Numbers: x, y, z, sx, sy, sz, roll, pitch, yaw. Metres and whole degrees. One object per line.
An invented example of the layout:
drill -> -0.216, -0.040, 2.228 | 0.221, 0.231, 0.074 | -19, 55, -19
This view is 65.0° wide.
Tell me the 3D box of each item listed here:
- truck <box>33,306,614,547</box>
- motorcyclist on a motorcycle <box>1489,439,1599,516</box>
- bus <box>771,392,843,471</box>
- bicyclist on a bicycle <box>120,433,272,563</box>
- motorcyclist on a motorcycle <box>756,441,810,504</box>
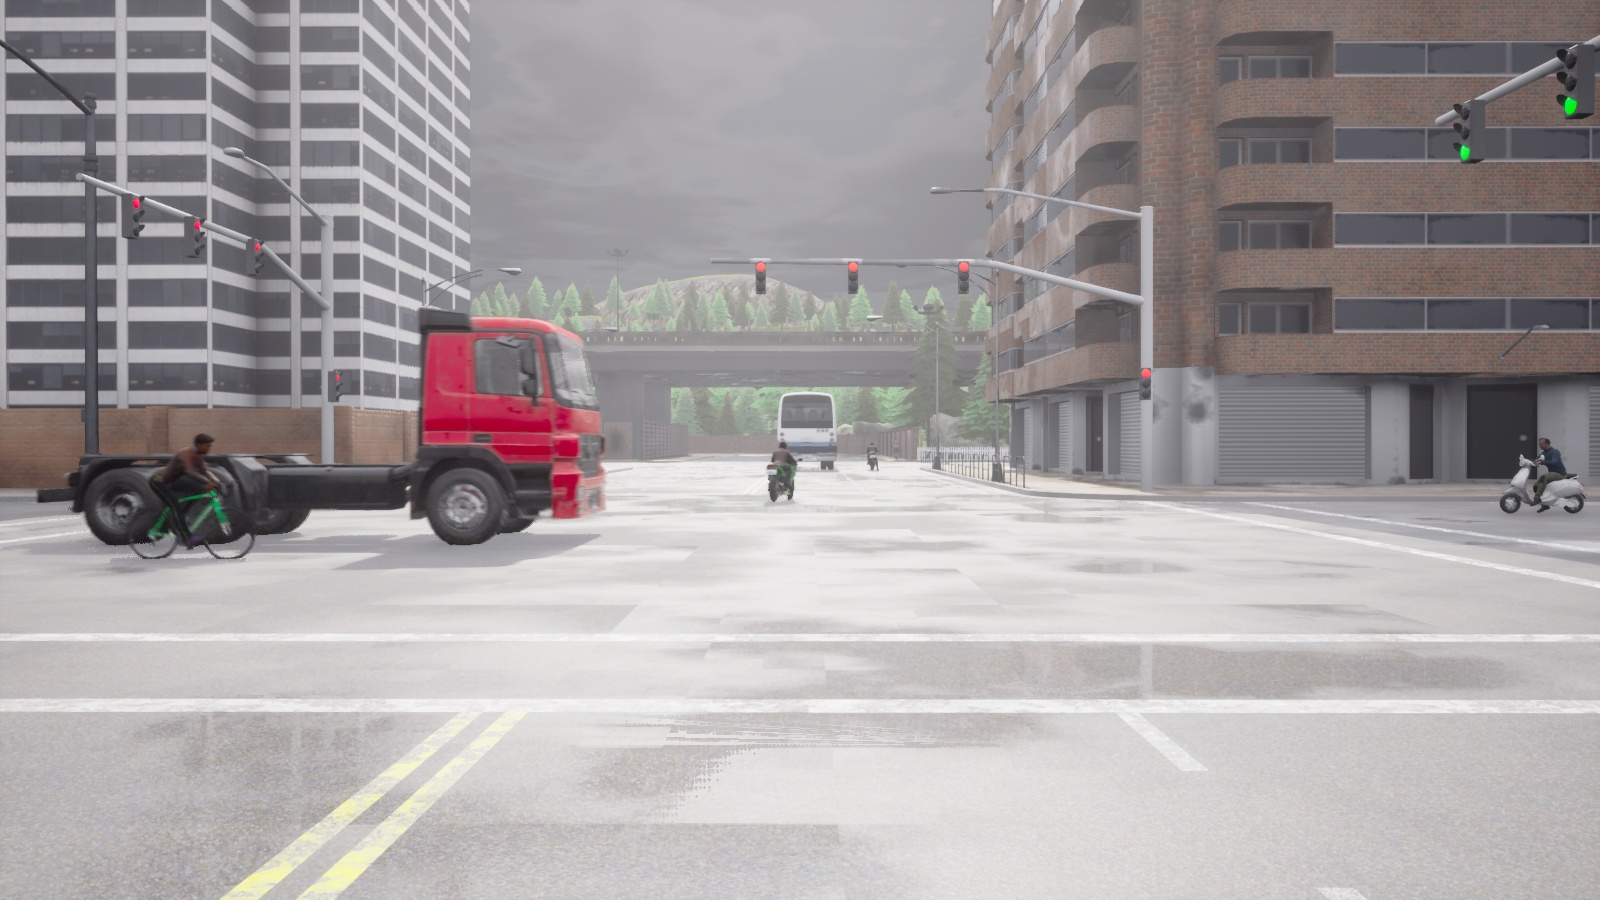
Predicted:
truck -> -7.089, -0.351, 19.542 | 7.936, 3.462, 2.891 | 0, 0, 1
motorcyclist on a motorcycle -> 15.578, 0.564, 26.303 | 1.817, 1.590, 0.866 | 0, 0, 1
bus -> 0.412, -1.046, 73.401 | 3.944, 4.253, 10.273 | 0, 0, 0
bicyclist on a bicycle -> -7.706, 0.602, 16.053 | 1.656, 1.620, 0.582 | 0, 0, 1
motorcyclist on a motorcycle -> -0.422, 0.549, 31.758 | 0.797, 1.523, 2.044 | -1, 0, 16
